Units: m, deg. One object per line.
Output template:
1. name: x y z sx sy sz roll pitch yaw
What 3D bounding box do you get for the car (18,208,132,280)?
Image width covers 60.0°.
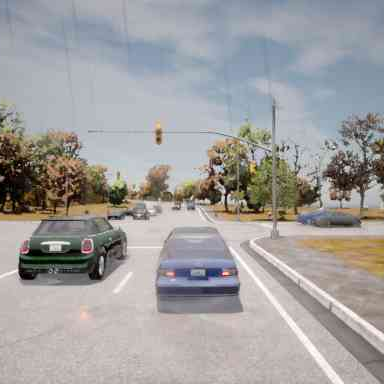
1. car: -3.444 1.486 10.515 2.097 1.767 4.553 0 -1 0

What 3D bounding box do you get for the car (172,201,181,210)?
1. car: -3.712 3.539 77.834 1.895 1.301 4.718 0 0 0

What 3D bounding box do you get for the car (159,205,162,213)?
1. car: -7.198 3.488 67.979 1.837 1.490 4.892 0 0 0

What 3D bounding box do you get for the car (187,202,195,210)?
1. car: -0.212 3.467 77.779 1.812 1.442 4.674 0 0 0

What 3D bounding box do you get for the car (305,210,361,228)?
1. car: 12.729 2.450 29.640 4.181 1.385 1.994 0 -3 -2

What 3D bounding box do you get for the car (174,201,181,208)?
1. car: -3.833 3.248 87.867 1.837 1.490 4.892 0 0 -4

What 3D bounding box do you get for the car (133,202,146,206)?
1. car: -10.687 3.204 68.235 2.150 2.045 5.566 0 0 0

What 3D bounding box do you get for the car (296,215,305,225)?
1. car: 12.985 2.525 33.136 5.008 1.535 1.882 0 -3 -1

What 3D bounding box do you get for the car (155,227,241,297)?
1. car: 0.068 1.646 8.901 2.033 1.411 5.357 0 -1 -1

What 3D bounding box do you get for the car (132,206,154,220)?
1. car: -7.220 3.158 47.798 2.128 1.511 4.902 0 -2 1

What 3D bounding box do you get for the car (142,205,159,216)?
1. car: -7.237 3.433 57.689 1.812 1.442 4.674 0 -1 0

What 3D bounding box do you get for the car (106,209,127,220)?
1. car: -10.762 3.208 47.601 2.033 1.411 5.357 0 -2 -3

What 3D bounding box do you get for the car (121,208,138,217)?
1. car: -10.740 3.504 57.478 1.895 1.301 4.718 0 -1 0

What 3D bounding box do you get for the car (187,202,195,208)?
1. car: -0.334 3.305 87.961 1.994 1.385 4.181 0 0 -4
